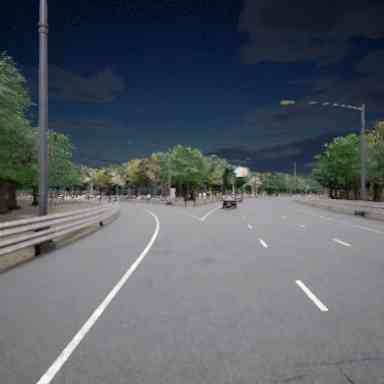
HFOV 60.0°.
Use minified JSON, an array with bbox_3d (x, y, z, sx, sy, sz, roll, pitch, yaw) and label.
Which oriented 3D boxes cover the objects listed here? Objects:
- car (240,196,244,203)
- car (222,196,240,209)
[{"bbox_3d":[9.967,1.537,70.734,1.812,1.442,4.674,0,0,13],"label":"car"},{"bbox_3d":[5.339,1.481,46.797,1.882,1.535,5.008,0,0,9],"label":"car"}]
